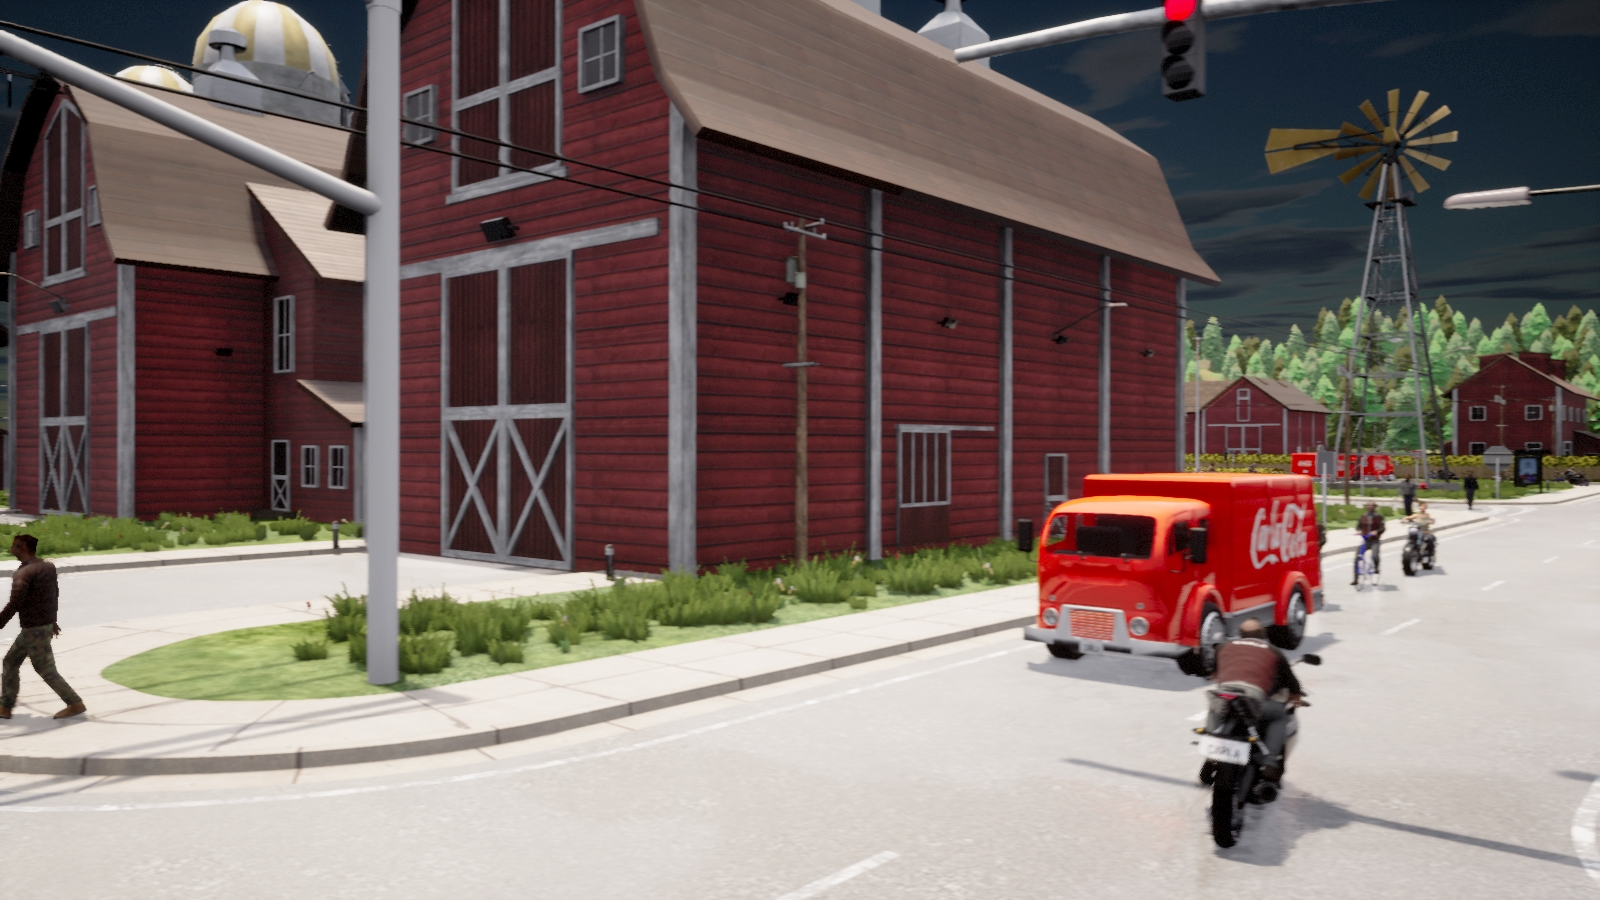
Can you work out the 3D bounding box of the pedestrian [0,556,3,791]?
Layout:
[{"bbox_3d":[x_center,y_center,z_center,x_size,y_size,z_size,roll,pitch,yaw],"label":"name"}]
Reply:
[{"bbox_3d":[-6.620,1.782,9.088,0.375,1.860,0.375,0,0,40],"label":"pedestrian"}]

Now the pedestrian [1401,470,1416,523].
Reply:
[{"bbox_3d":[21.670,1.655,40.686,0.375,1.860,0.375,0,0,41],"label":"pedestrian"}]

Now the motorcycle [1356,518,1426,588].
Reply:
[{"bbox_3d":[12.549,2.142,24.214,0.764,1.277,2.356,0,0,41],"label":"motorcycle"}]

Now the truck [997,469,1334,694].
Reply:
[{"bbox_3d":[5.228,1.541,15.828,2.627,2.467,5.204,0,0,41],"label":"truck"}]

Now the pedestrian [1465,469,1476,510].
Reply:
[{"bbox_3d":[30.654,1.802,52.254,0.375,1.860,0.375,0,0,36],"label":"pedestrian"}]

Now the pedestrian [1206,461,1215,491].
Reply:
[{"bbox_3d":[25.377,1.598,70.599,0.375,1.860,0.375,0,0,-29],"label":"pedestrian"}]

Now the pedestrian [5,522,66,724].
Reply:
[{"bbox_3d":[-7.268,1.626,10.867,0.375,1.860,0.375,0,0,-13],"label":"pedestrian"}]
